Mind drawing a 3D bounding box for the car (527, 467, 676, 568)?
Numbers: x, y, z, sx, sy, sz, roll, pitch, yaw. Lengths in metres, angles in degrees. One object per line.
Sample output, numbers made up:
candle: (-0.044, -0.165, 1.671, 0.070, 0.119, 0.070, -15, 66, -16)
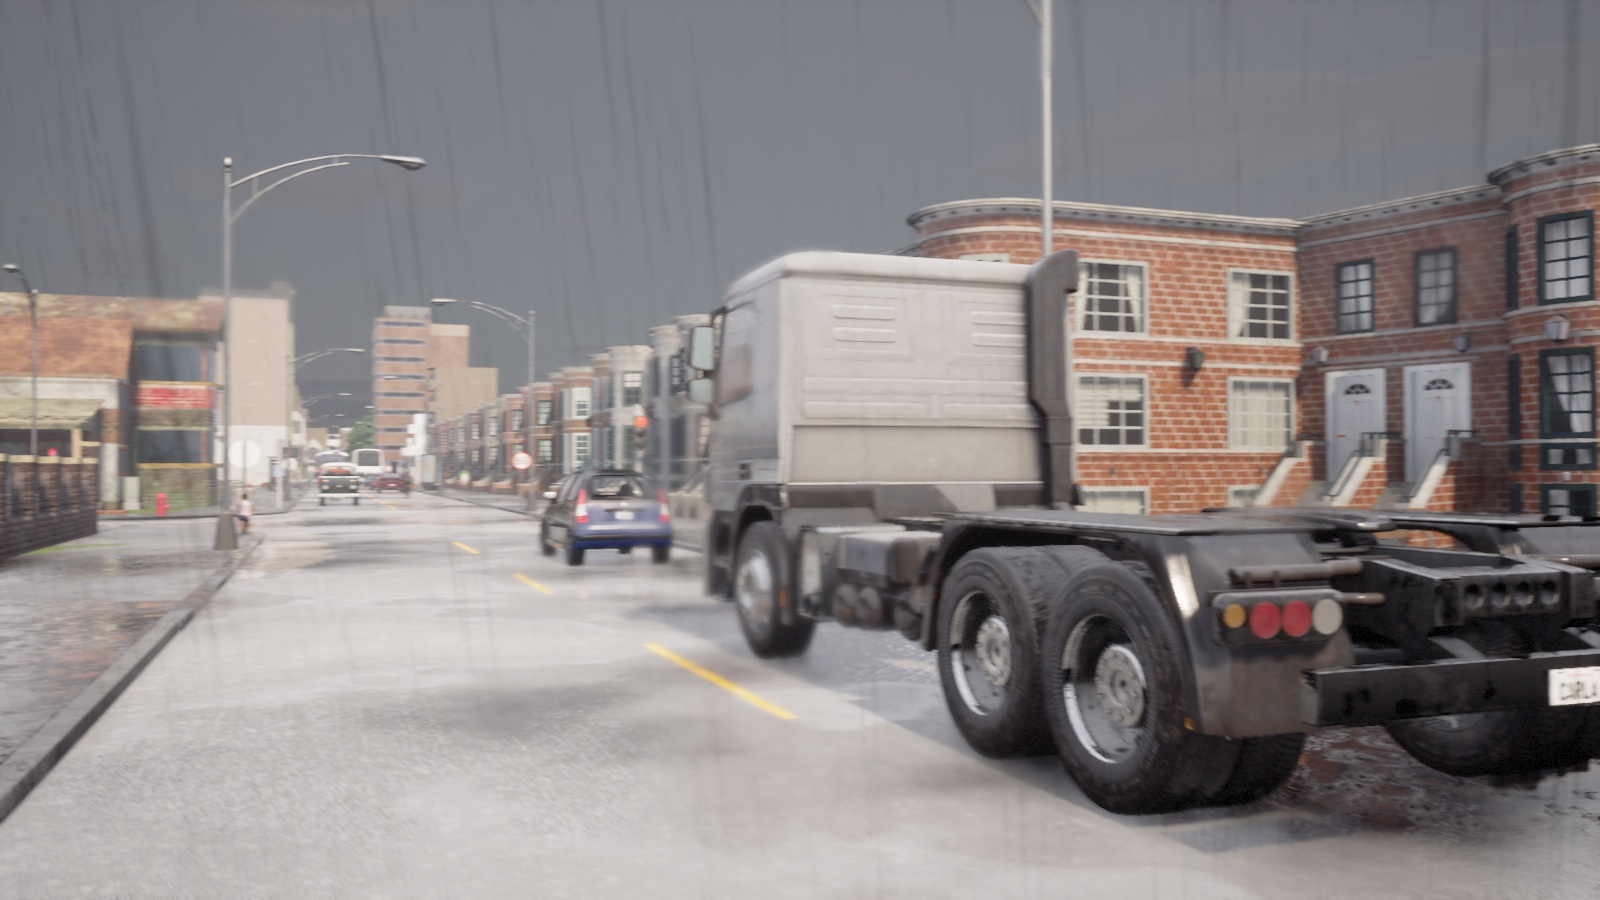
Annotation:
car: (-3.637, 1.132, 22.427, 1.851, 1.617, 3.988, 0, -1, -21)

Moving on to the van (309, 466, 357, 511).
van: (-22.223, 1.783, 59.760, 2.069, 2.038, 4.480, 0, -1, -21)

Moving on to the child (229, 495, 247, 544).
child: (-12.768, 1.577, 28.548, 0.255, 1.110, 0.394, 0, -1, -5)

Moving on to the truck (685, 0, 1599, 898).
truck: (1.664, -0.034, 8.806, 2.891, 3.462, 7.936, 0, -1, -21)
